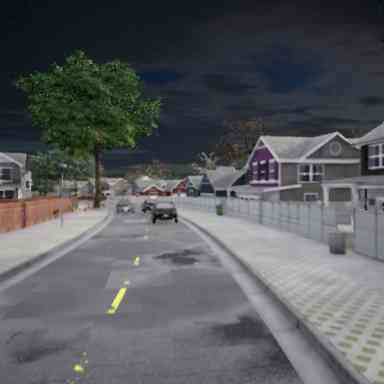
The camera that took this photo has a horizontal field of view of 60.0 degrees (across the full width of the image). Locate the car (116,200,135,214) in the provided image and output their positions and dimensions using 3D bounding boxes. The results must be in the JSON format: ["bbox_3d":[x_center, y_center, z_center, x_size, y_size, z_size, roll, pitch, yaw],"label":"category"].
[{"bbox_3d":[-7.371,1.624,36.813,2.128,1.511,4.902,0,0,-13],"label":"car"}]

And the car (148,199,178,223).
[{"bbox_3d":[-2.260,1.543,26.339,1.882,1.535,5.008,0,0,-9],"label":"car"}]

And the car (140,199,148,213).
[{"bbox_3d":[-5.005,1.629,39.605,1.837,1.490,4.892,0,0,-14],"label":"car"}]
